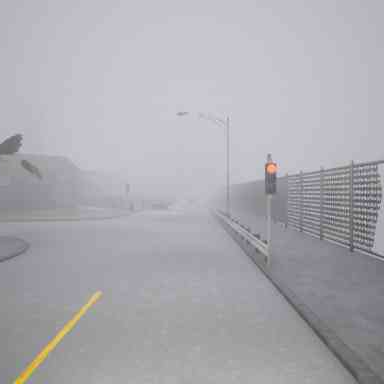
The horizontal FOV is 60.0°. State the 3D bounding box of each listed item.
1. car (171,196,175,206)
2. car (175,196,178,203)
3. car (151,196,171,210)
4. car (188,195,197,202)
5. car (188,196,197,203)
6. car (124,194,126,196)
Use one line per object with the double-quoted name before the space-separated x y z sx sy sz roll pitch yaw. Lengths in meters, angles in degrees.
"car" -4.080 1.503 52.690 1.837 1.490 4.892 0 0 0
"car" -3.985 1.548 69.208 2.033 1.411 5.357 0 0 0
"car" -4.089 1.478 42.824 1.882 1.535 5.008 0 0 0
"car" 0.017 1.540 78.674 2.033 1.411 5.357 0 0 0
"car" 0.120 1.547 68.046 2.033 1.411 5.357 0 0 -1
"car" -17.260 1.134 78.260 3.633 1.501 1.845 0 0 0
